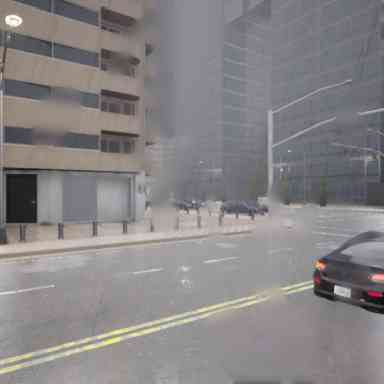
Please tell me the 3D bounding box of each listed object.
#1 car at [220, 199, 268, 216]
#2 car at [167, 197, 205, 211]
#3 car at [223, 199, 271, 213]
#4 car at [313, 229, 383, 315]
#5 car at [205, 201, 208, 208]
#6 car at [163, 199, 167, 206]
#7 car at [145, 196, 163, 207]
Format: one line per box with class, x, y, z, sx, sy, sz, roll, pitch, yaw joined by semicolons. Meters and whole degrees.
car;4.996;1.492;32.194;2.033;1.411;5.357;0;0;-36
car;-0.828;1.508;40.346;1.994;1.385;4.181;0;0;-35
car;5.980;1.492;36.797;2.033;1.411;5.357;0;0;-36
car;4.440;1.526;6.982;4.674;1.442;1.812;0;0;-35
car;0.156;1.436;45.023;2.128;1.511;4.902;0;0;-35
car;-5.740;1.449;53.438;1.837;1.490;4.892;0;0;-35
car;-6.673;1.422;48.662;1.882;1.535;5.008;0;0;-35
